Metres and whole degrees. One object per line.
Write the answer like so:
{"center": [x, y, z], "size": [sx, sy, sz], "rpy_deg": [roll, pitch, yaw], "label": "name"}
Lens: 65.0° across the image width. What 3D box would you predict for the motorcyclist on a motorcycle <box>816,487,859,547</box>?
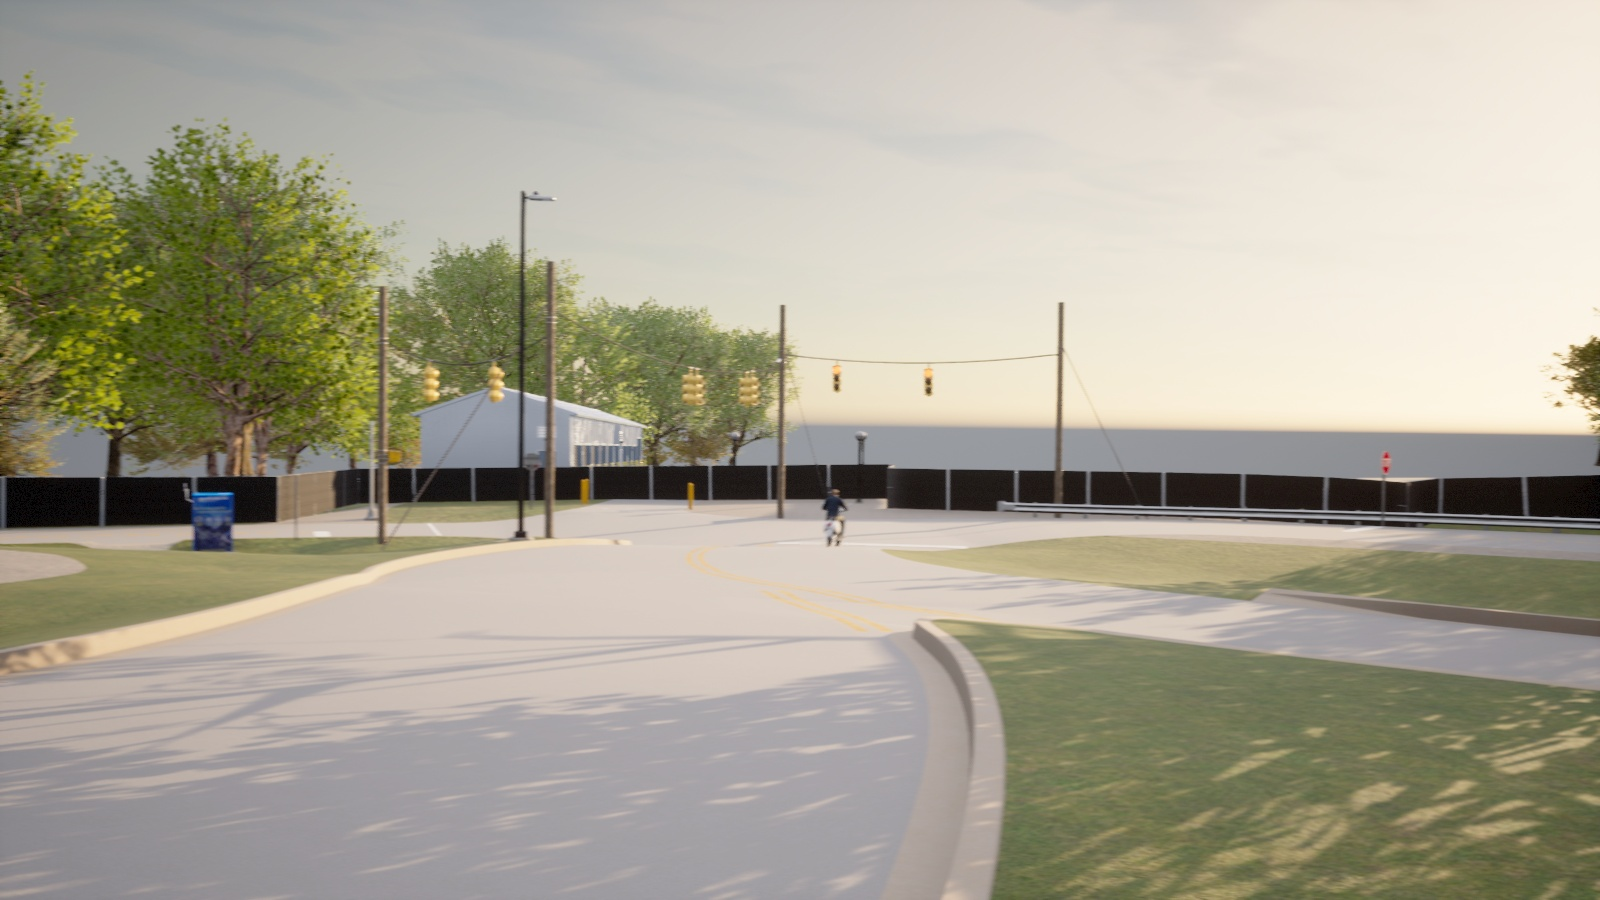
{"center": [1.052, 1.850, 34.438], "size": [0.866, 1.590, 1.817], "rpy_deg": [0, -4, 12], "label": "motorcyclist on a motorcycle"}
